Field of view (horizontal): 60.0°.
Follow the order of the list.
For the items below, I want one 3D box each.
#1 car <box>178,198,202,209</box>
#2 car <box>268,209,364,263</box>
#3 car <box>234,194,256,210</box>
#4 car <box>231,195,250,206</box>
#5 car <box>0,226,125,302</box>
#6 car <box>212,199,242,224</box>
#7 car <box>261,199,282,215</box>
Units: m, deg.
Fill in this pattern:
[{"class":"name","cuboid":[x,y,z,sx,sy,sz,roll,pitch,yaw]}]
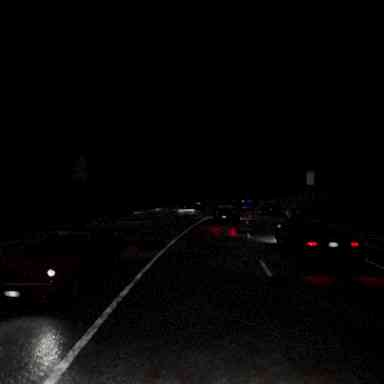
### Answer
[{"class":"car","cuboid":[-0.128,1.520,44.128,2.033,1.411,5.357,0,0,17]},{"class":"car","cuboid":[4.270,1.553,11.983,2.033,1.411,5.357,0,0,5]},{"class":"car","cuboid":[6.892,1.222,42.468,2.150,2.045,5.566,0,0,17]},{"class":"car","cuboid":[8.424,1.345,57.404,2.097,1.767,4.553,0,0,23]},{"class":"car","cuboid":[-3.210,1.590,8.401,1.895,1.301,4.718,0,0,4]},{"class":"car","cuboid":[2.607,1.522,25.081,1.812,1.442,4.674,0,0,10]},{"class":"car","cuboid":[8.122,1.488,33.961,1.882,1.535,5.008,0,0,14]}]
